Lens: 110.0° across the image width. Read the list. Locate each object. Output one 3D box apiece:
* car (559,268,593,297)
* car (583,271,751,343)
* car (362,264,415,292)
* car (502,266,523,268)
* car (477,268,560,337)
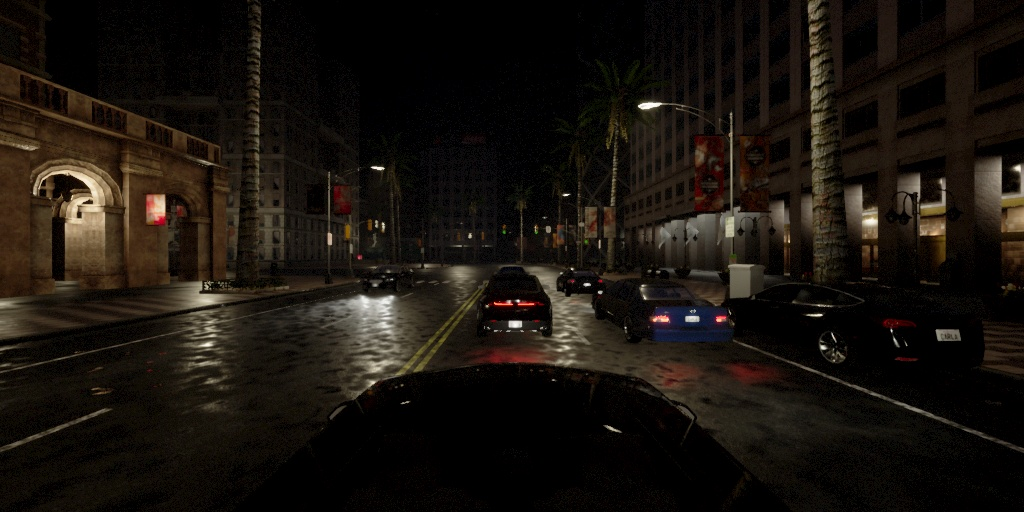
[{"bbox_3d":[3.519,1.314,18.874,1.994,1.385,4.181,0,0,0],"label":"car"},{"bbox_3d":[3.563,1.297,9.628,2.033,1.411,5.357,0,0,0],"label":"car"},{"bbox_3d":[-7.095,1.248,21.034,2.128,1.511,4.902,0,0,0],"label":"car"},{"bbox_3d":[0.015,1.276,19.277,1.812,1.442,4.674,0,0,-2],"label":"car"},{"bbox_3d":[0.053,1.254,10.328,1.837,1.490,4.892,0,0,-1],"label":"car"}]
